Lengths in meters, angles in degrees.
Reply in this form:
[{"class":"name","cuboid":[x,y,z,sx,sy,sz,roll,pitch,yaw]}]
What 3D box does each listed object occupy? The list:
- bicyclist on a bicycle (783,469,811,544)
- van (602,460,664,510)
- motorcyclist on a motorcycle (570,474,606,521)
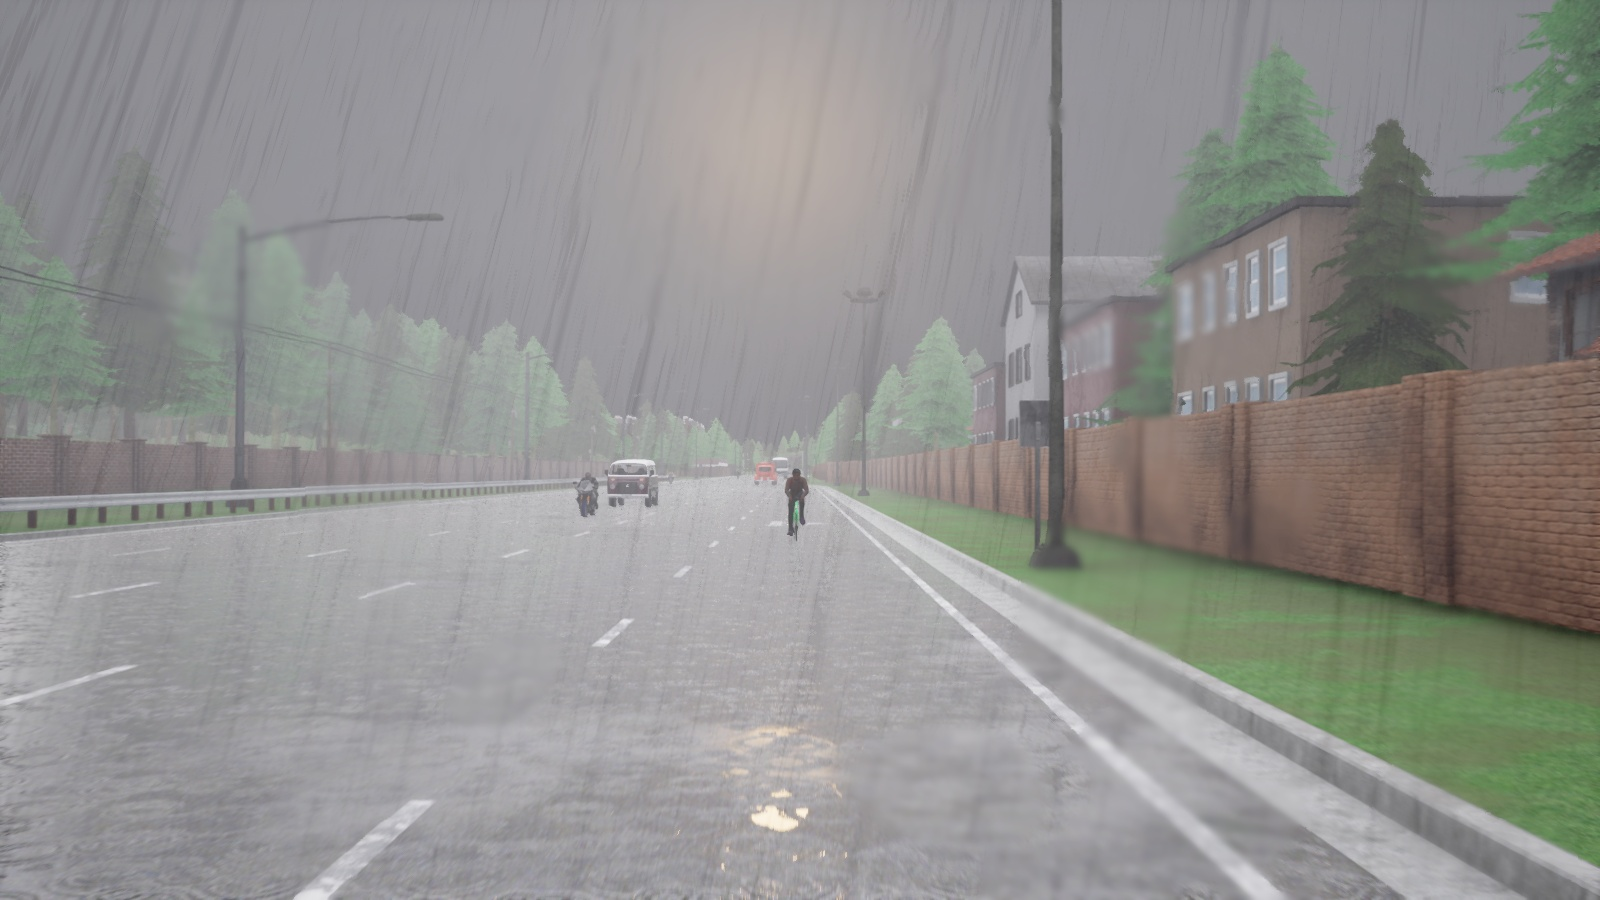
[{"class":"bicyclist on a bicycle","cuboid":[-0.070,1.235,27.937,0.582,1.620,1.656,0,-1,0]},{"class":"van","cuboid":[-7.133,1.471,54.023,2.069,2.038,4.480,0,-1,0]},{"class":"motorcyclist on a motorcycle","cuboid":[-7.103,1.584,42.180,0.866,1.530,2.191,0,-1,0]}]
